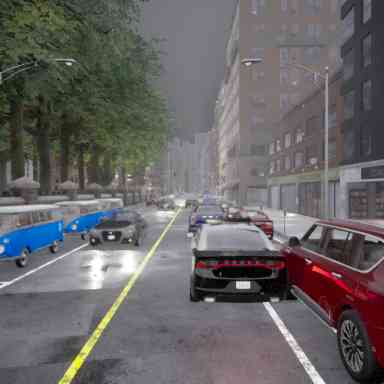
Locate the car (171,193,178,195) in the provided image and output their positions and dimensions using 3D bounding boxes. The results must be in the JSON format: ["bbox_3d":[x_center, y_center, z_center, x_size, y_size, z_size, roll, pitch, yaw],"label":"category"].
[{"bbox_3d":[-5.751,1.381,94.095,1.752,1.417,4.829,0,0,0],"label":"car"}]

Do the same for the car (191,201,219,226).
[{"bbox_3d":[0.880,1.492,24.292,1.837,1.490,4.892,0,0,0],"label":"car"}]

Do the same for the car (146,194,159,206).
[{"bbox_3d":[-5.713,1.265,50.576,2.192,1.841,5.009,0,0,0],"label":"car"}]

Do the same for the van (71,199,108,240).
[{"bbox_3d":[-5.684,1.334,16.628,1.690,1.788,3.998,0,0,0],"label":"van"}]

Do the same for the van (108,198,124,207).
[{"bbox_3d":[-5.689,1.329,22.286,1.690,1.788,3.998,0,0,0],"label":"van"}]

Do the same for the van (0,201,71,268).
[{"bbox_3d":[-5.679,1.337,10.970,1.690,1.788,3.998,0,0,0],"label":"van"}]

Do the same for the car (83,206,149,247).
[{"bbox_3d":[-3.111,1.558,14.855,1.994,1.385,4.181,0,0,0],"label":"car"}]

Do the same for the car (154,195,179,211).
[{"bbox_3d":[-3.034,1.457,40.676,2.128,1.511,4.902,0,0,0],"label":"car"}]

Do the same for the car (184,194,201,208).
[{"bbox_3d":[-0.012,1.462,46.111,1.837,1.490,4.892,0,0,0],"label":"car"}]

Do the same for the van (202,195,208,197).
[{"bbox_3d":[2.812,1.291,50.623,1.690,1.788,3.998,0,0,0],"label":"van"}]

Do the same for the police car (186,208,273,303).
[{"bbox_3d":[0.894,1.423,8.402,1.930,1.638,5.238,0,0,0],"label":"police car"}]

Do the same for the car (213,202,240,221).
[{"bbox_3d":[2.832,1.564,27.982,1.802,1.307,4.206,0,0,0],"label":"car"}]

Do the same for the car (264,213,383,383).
[{"bbox_3d":[2.850,1.314,5.340,2.192,1.841,5.009,0,0,0],"label":"car"}]

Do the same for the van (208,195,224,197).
[{"bbox_3d":[2.827,1.317,33.642,1.690,1.788,3.998,0,0,0],"label":"van"}]

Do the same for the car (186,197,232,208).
[{"bbox_3d":[0.864,1.343,18.262,2.097,1.767,4.553,0,0,0],"label":"car"}]

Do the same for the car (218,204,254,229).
[{"bbox_3d":[2.837,1.570,22.321,1.802,1.307,4.206,0,0,0],"label":"car"}]

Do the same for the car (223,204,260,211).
[{"bbox_3d":[2.842,1.538,16.661,1.887,1.381,4.507,0,0,0],"label":"car"}]
